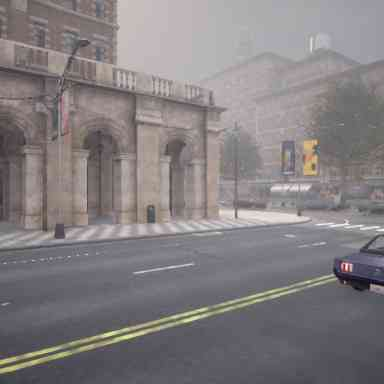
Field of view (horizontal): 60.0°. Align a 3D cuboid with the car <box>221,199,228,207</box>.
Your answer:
[{"bbox_3d":[6.541,1.601,50.228,1.895,1.301,4.718,0,0,-36],"label":"car"}]

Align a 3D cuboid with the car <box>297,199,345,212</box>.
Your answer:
[{"bbox_3d":[14.860,1.547,38.752,2.033,1.411,5.357,0,0,-36],"label":"car"}]

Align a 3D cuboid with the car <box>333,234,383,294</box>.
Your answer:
[{"bbox_3d":[5.426,1.601,7.762,4.718,1.301,1.895,0,0,-36],"label":"car"}]

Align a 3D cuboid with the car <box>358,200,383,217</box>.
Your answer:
[{"bbox_3d":[17.312,1.491,29.383,2.128,1.511,4.902,0,0,-36],"label":"car"}]

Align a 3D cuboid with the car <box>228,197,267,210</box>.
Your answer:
[{"bbox_3d":[7.419,1.478,43.046,1.882,1.535,5.008,0,0,-36],"label":"car"}]
